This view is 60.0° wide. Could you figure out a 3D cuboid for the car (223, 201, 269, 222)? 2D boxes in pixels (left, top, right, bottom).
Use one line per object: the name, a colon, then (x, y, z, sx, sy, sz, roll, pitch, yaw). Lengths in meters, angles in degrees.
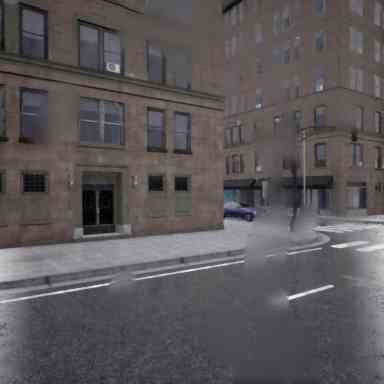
car: (3.821, 1.457, 25.919, 1.812, 1.442, 4.674, -1, 1, -38)
